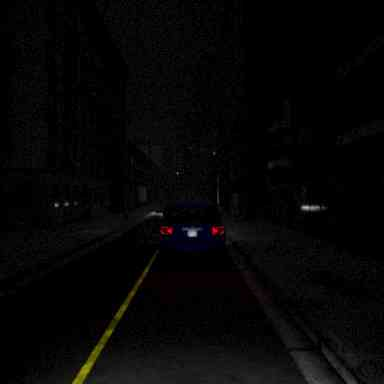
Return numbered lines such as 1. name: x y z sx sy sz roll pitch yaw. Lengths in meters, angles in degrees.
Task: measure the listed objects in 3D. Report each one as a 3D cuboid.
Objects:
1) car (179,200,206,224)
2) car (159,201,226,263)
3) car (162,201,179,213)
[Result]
1. car: 0.053 1.618 28.425 2.097 1.767 4.553 0 -1 0
2. car: 0.025 1.344 12.568 2.150 2.045 5.566 0 0 0
3. car: -2.717 1.915 43.573 1.837 1.490 4.892 0 -1 1
